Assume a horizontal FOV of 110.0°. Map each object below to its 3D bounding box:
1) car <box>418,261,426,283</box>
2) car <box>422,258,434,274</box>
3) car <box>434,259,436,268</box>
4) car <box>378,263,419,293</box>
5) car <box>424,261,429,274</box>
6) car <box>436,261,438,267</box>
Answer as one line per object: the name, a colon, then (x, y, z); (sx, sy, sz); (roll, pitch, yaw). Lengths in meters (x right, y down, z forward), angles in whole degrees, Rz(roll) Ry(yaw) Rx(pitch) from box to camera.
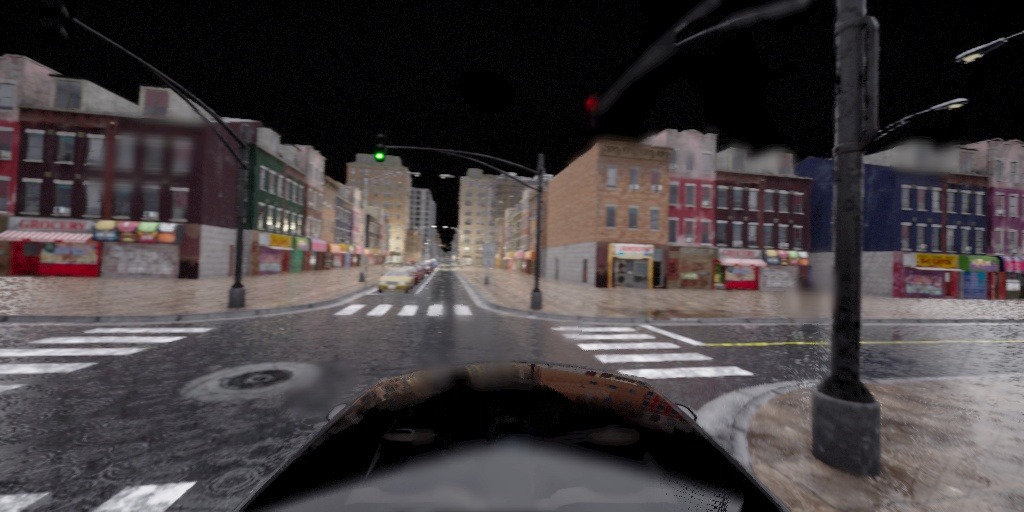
car: (-7.646, 1.330, 26.340); (1.888, 1.381, 4.507); (0, 0, -10)
car: (-10.716, 1.338, 42.873); (1.967, 1.591, 4.097); (0, 0, -10)
car: (-11.739, 1.379, 48.384); (1.967, 1.591, 4.097); (0, 0, -10)
car: (-6.592, 1.276, 20.663); (1.751, 1.417, 4.829); (0, 0, -10)
car: (-8.669, 1.403, 31.851); (1.802, 1.307, 4.207); (0, 0, -10)
car: (-12.762, 1.295, 53.895); (2.192, 1.841, 5.009); (0, 0, -10)
